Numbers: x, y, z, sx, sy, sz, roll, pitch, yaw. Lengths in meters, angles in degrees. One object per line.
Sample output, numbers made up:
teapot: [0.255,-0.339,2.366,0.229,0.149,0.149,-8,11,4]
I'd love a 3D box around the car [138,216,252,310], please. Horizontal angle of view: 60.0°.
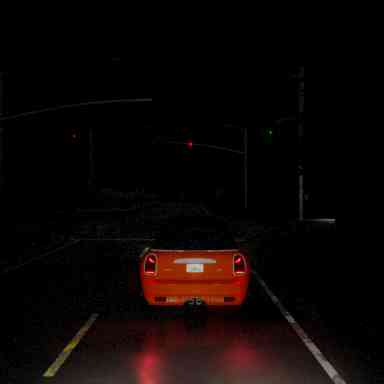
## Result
car: [0.058,1.352,7.954,2.097,1.767,4.553,0,0,0]
